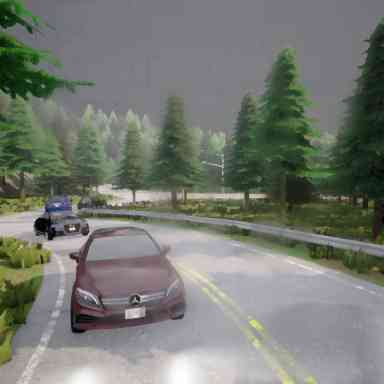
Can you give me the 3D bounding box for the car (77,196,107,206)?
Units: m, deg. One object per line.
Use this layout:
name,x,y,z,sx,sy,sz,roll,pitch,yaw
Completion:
car,-12.736,1.289,42.826,2.097,1.767,4.553,2,2,13

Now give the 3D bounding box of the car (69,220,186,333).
car,-1.524,1.523,7.095,1.812,1.442,4.674,-2,0,-17

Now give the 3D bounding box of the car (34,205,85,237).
car,-7.080,1.663,17.847,1.994,1.385,4.181,-4,2,-38

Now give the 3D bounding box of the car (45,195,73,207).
car,-12.875,1.326,32.235,2.150,2.045,5.566,-1,0,-18
